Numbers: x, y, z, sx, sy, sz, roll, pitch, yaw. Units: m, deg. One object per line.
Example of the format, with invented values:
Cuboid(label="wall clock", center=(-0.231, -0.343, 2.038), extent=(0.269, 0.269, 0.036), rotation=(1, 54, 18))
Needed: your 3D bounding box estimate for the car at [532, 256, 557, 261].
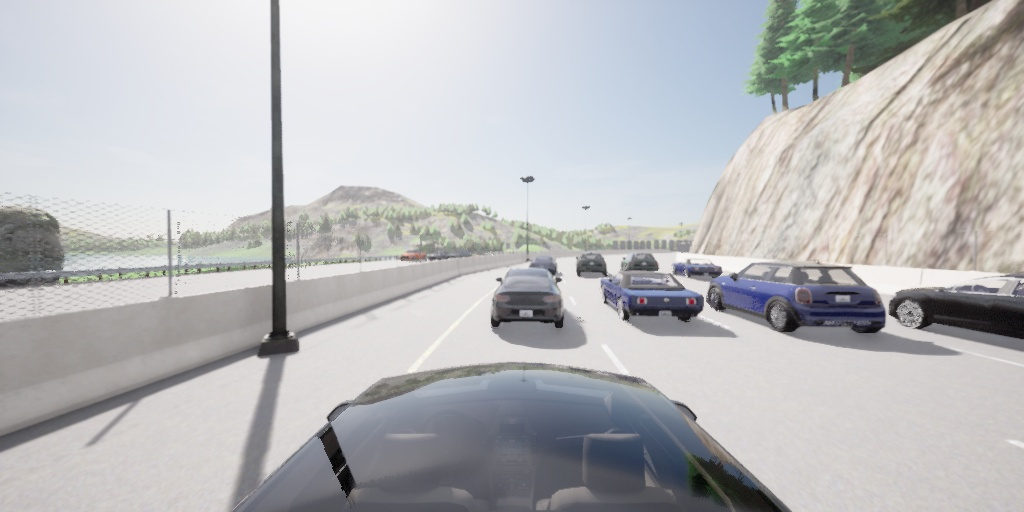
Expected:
Cuboid(label="car", center=(2.506, 0.657, 27.983), extent=(1.994, 1.385, 4.181), rotation=(0, 1, 9))

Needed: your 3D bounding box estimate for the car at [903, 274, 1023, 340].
Cuboid(label="car", center=(10.798, 1.117, 7.468), extent=(2.128, 1.511, 4.902), rotation=(0, 2, 4))

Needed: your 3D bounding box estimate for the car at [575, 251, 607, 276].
Cuboid(label="car", center=(5.862, 0.480, 26.843), extent=(2.097, 1.767, 4.553), rotation=(0, 1, 9))

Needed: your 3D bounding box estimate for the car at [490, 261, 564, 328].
Cuboid(label="car", center=(0.472, 1.059, 10.334), extent=(1.812, 1.442, 4.674), rotation=(0, 2, 4))

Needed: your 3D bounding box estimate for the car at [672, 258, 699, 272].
Cuboid(label="car", center=(12.607, 0.792, 24.838), extent=(1.895, 1.301, 4.718), rotation=(0, 1, 9))

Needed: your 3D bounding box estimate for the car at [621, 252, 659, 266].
Cuboid(label="car", center=(9.357, 0.495, 26.522), extent=(2.097, 1.767, 4.553), rotation=(0, 1, 9))

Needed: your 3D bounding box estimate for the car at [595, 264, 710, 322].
Cuboid(label="car", center=(4.036, 1.117, 11.273), extent=(1.895, 1.301, 4.718), rotation=(0, 1, 4))

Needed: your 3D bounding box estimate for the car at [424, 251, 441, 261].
Cuboid(label="car", center=(-10.295, -0.017, 51.567), extent=(1.837, 1.490, 4.892), rotation=(0, 1, 16))

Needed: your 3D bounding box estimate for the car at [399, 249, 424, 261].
Cuboid(label="car", center=(-14.071, -0.164, 51.013), extent=(2.097, 1.767, 4.553), rotation=(1, 1, 15))

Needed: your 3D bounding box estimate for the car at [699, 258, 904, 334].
Cuboid(label="car", center=(7.464, 0.907, 10.070), extent=(2.097, 1.767, 4.553), rotation=(0, 2, 3))

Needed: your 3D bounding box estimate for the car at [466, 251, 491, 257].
Cuboid(label="car", center=(-4.083, 0.182, 47.852), extent=(1.895, 1.301, 4.718), rotation=(0, 1, 15))

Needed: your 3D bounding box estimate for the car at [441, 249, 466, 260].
Cuboid(label="car", center=(-7.401, -0.099, 48.876), extent=(2.097, 1.767, 4.553), rotation=(1, 1, 15))
